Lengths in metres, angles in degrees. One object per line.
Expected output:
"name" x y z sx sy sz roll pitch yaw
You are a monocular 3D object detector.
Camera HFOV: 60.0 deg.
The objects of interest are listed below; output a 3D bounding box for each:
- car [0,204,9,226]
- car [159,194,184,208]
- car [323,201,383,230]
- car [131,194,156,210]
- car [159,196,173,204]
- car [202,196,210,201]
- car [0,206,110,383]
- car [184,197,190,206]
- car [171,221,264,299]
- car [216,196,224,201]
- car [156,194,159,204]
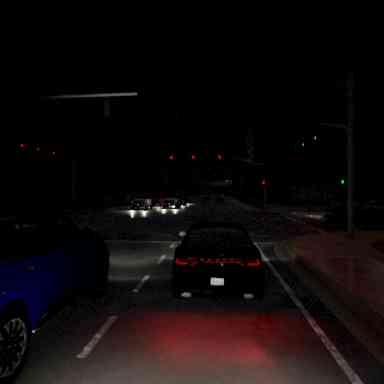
"car" -15.049 1.558 22.381 4.674 1.442 1.812 0 0 11
"car" -2.933 1.300 48.885 2.150 2.045 5.566 0 0 4
"car" 10.781 1.528 20.659 4.902 1.511 2.128 0 0 5
"car" -6.761 1.293 45.272 2.150 2.045 5.566 0 0 3
"car" -5.027 1.583 65.627 1.882 1.535 5.008 0 0 5
"car" 3.572 1.663 84.686 1.812 1.442 4.674 0 0 5
"car" -3.080 1.230 5.442 2.150 2.045 5.566 0 0 3
"car" -2.131 1.446 58.542 2.097 1.767 4.553 0 0 5
"car" 0.638 1.492 8.554 1.882 1.535 5.008 0 0 4
"car" 7.089 1.692 84.750 1.994 1.385 4.181 0 0 5
"car" -5.893 1.310 55.583 2.150 2.045 5.566 0 0 5
